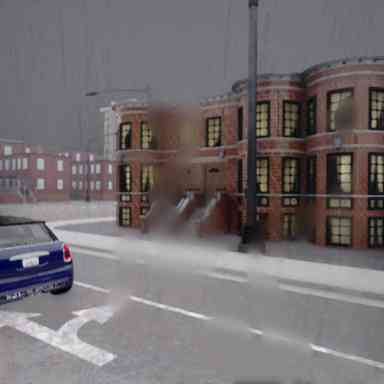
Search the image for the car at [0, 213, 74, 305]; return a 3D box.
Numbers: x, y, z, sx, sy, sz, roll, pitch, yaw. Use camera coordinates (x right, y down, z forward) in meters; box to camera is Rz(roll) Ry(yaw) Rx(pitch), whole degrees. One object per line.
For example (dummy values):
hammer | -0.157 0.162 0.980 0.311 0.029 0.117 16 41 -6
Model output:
car | -4.713 1.294 7.352 4.553 1.767 2.097 1 0 35
